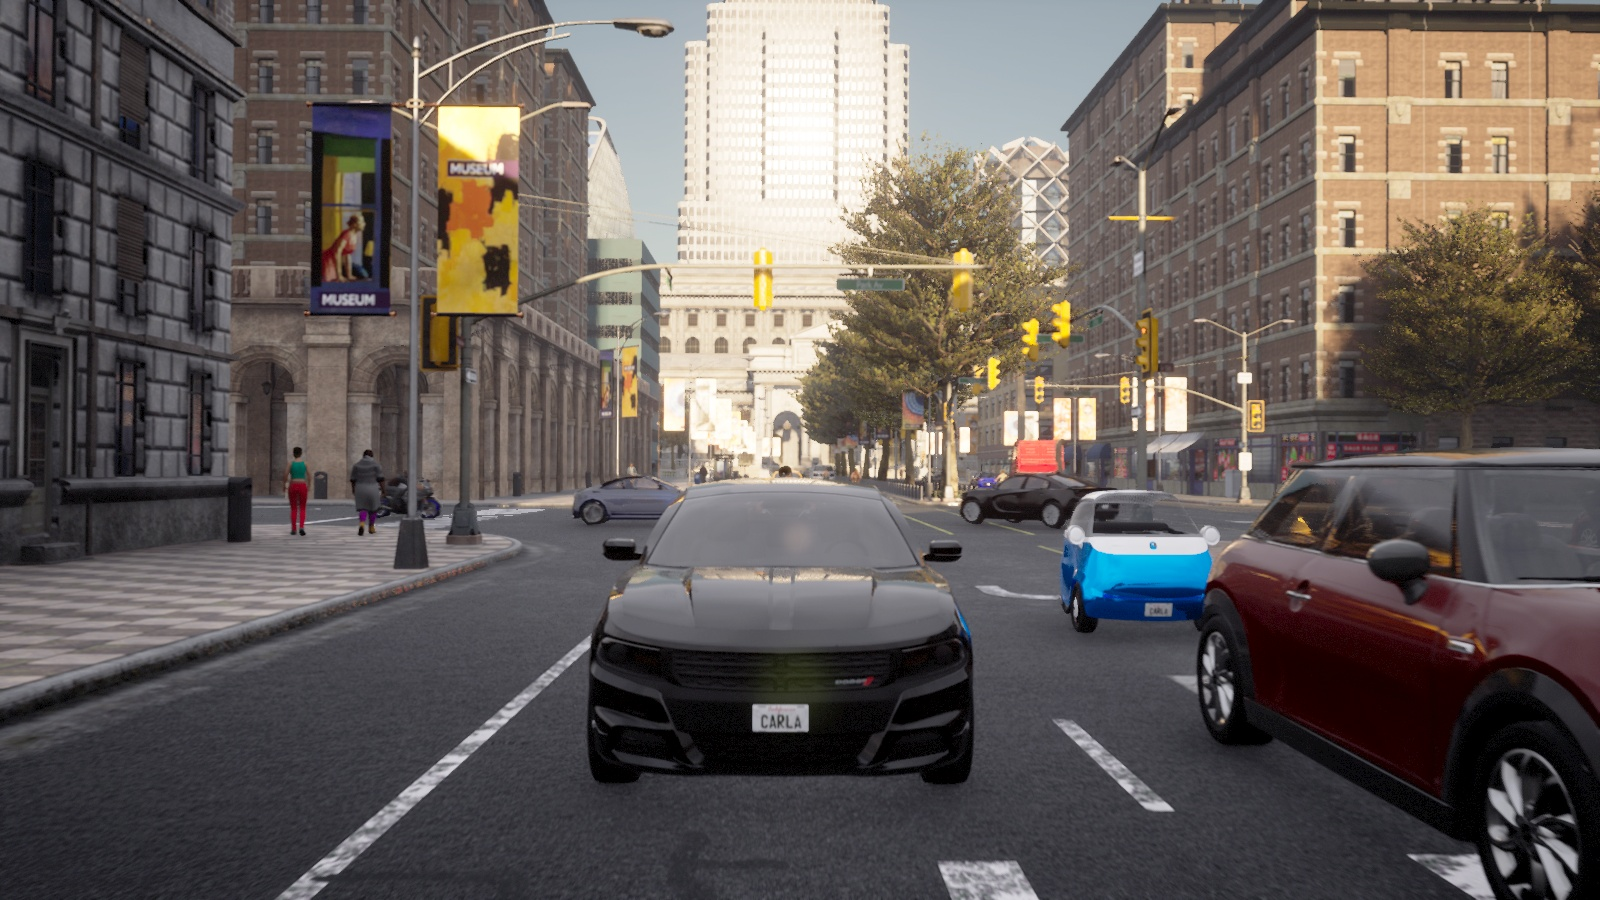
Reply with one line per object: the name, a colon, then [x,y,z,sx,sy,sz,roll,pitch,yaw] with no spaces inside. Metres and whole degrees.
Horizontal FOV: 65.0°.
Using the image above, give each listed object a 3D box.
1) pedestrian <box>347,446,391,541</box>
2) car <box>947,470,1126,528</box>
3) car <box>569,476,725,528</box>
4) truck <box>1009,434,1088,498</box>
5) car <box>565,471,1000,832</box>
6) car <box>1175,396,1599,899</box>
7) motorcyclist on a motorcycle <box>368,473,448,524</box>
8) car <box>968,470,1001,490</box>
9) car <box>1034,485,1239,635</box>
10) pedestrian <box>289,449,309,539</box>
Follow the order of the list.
pedestrian: [-9.040,0.906,26.367,0.659,1.952,0.873,0,-1,-4]
car: [6.593,1.325,35.525,1.882,1.535,5.008,1,-1,-37]
car: [-4.236,1.439,35.304,4.181,1.385,1.994,0,-1,-2]
truck: [14.233,0.920,72.501,2.891,3.462,7.936,0,-1,-1]
car: [-0.102,0.914,7.956,1.882,1.535,5.008,0,-1,-1]
car: [3.422,0.747,5.572,2.097,1.767,4.553,0,-1,-1]
motorcyclist on a motorcycle: [-12.072,1.486,38.689,2.191,1.530,0.866,0,-1,-1]
car: [13.999,2.273,95.410,1.816,1.474,4.193,0,-1,-1]
car: [3.348,1.058,12.834,1.481,1.376,2.207,0,-1,-1]
pedestrian: [-10.333,0.903,25.901,0.345,1.836,0.594,0,-1,-20]
